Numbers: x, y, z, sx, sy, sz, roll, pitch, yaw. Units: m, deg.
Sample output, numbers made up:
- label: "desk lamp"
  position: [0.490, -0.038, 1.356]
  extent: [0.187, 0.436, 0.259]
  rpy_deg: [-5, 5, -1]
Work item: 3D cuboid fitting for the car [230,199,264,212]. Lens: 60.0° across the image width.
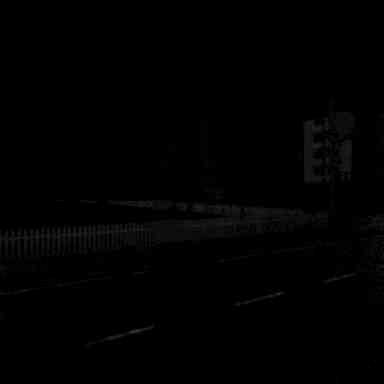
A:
- label: "car"
  position: [6.691, 1.560, 40.842]
  extent: [2.128, 1.511, 4.902]
  rpy_deg: [0, 0, -34]
